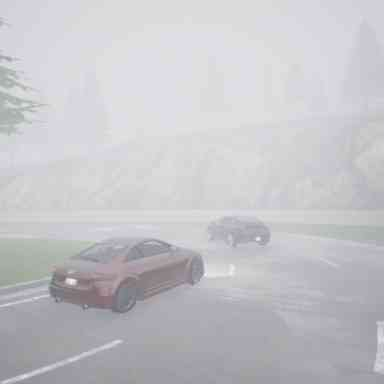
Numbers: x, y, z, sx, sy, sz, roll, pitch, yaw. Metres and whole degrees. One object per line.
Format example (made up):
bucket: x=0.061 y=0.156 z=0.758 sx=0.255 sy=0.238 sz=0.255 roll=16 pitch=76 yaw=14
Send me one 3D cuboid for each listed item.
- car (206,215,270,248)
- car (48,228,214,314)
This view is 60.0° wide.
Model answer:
car: x=2.260 y=1.967 z=17.568 sx=1.837 sy=1.490 sz=4.892 roll=2 pitch=-2 yaw=-19
car: x=-1.380 y=1.811 z=8.401 sx=1.994 sy=1.385 sz=4.181 roll=-1 pitch=-2 yaw=32
